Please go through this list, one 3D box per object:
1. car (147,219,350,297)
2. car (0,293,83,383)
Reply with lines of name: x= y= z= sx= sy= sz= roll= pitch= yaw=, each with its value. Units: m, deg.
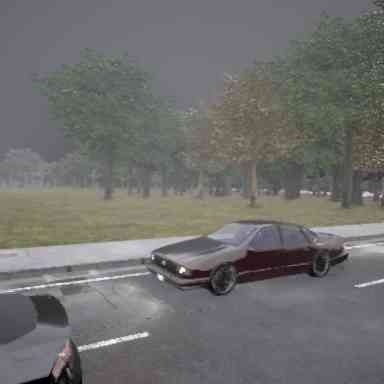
car: x=1.636 y=1.432 z=8.375 sx=5.357 sy=1.411 sz=2.033 roll=0 pitch=1 yaw=-30
car: x=-3.151 y=1.400 z=1.787 sx=4.902 sy=1.511 sz=2.128 roll=0 pitch=1 yaw=-30
